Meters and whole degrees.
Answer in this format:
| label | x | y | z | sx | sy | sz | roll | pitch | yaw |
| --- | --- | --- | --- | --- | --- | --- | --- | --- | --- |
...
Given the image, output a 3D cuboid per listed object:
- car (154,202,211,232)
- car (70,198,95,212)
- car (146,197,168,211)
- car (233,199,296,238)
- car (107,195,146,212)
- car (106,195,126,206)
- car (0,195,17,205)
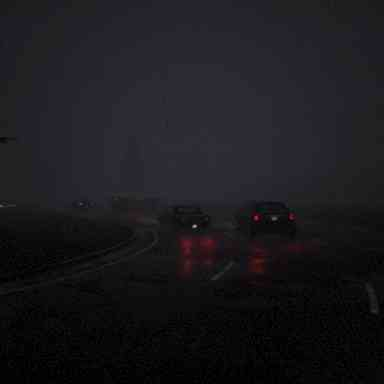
| label | x | y | z | sx | sy | sz | roll | pitch | yaw |
| --- | --- | --- | --- | --- | --- | --- | --- | --- | --- |
| car | -0.620 | 1.464 | 19.373 | 1.895 | 1.301 | 4.718 | -1 | 0 | -19 |
| car | -12.314 | 1.395 | 37.163 | 1.812 | 1.442 | 4.674 | -1 | 0 | -31 |
| car | -4.408 | 1.318 | 37.654 | 2.033 | 1.411 | 5.357 | -1 | 1 | -32 |
| car | 3.465 | 1.186 | 16.664 | 2.097 | 1.767 | 4.553 | -1 | 0 | -4 |
| car | -7.113 | 1.298 | 35.410 | 1.882 | 1.535 | 5.008 | -1 | 0 | -33 |
| car | -11.513 | 1.265 | 50.113 | 1.837 | 1.490 | 4.892 | -1 | 0 | -28 |
| car | -31.601 | 1.300 | 57.356 | 2.097 | 1.767 | 4.553 | -1 | 1 | -19 |
